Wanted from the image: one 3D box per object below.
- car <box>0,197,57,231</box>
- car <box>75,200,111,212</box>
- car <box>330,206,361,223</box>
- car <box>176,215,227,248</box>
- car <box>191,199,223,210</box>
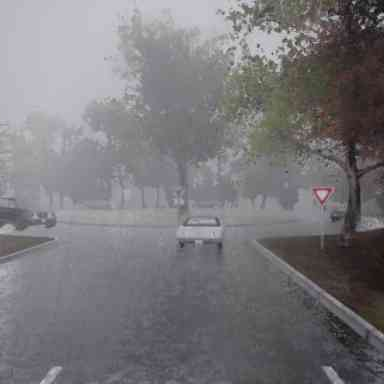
[{"bbox_3d":[-11.517,1.407,22.745,5.566,2.045,2.150,1,1,39],"label":"car"},{"bbox_3d":[-13.602,1.884,45.913,2.128,1.511,4.902,-1,-1,44],"label":"car"},{"bbox_3d":[12.772,1.835,27.557,1.895,1.301,4.718,0,-1,31],"label":"car"},{"bbox_3d":[0.594,1.734,15.534,1.895,1.301,4.718,0,0,8],"label":"car"},{"bbox_3d":[2.310,1.875,51.140,4.902,1.511,2.128,0,-1,13],"label":"car"}]
